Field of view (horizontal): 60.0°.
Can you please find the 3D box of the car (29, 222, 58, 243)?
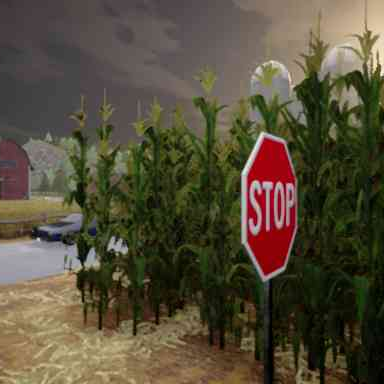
[{"bbox_3d":[-5.241,1.733,16.861,2.033,1.411,5.357,0,0,35],"label":"car"}]
